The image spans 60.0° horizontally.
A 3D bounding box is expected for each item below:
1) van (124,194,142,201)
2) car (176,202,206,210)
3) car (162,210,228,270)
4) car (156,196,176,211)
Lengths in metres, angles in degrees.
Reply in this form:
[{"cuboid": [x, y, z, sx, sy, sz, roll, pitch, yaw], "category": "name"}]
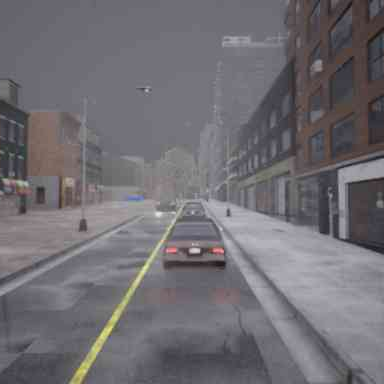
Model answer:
[{"cuboid": [-12.909, 1.383, 73.425, 3.998, 1.788, 1.690, 0, -2, 0], "category": "van"}, {"cuboid": [0.084, 1.483, 25.844, 2.033, 1.411, 5.357, 0, 0, 0], "category": "car"}, {"cuboid": [0.081, 1.539, 10.970, 2.033, 1.411, 5.357, 0, 0, 0], "category": "car"}, {"cuboid": [-2.835, 1.224, 37.518, 2.097, 1.767, 4.553, 0, 0, 0], "category": "car"}]
